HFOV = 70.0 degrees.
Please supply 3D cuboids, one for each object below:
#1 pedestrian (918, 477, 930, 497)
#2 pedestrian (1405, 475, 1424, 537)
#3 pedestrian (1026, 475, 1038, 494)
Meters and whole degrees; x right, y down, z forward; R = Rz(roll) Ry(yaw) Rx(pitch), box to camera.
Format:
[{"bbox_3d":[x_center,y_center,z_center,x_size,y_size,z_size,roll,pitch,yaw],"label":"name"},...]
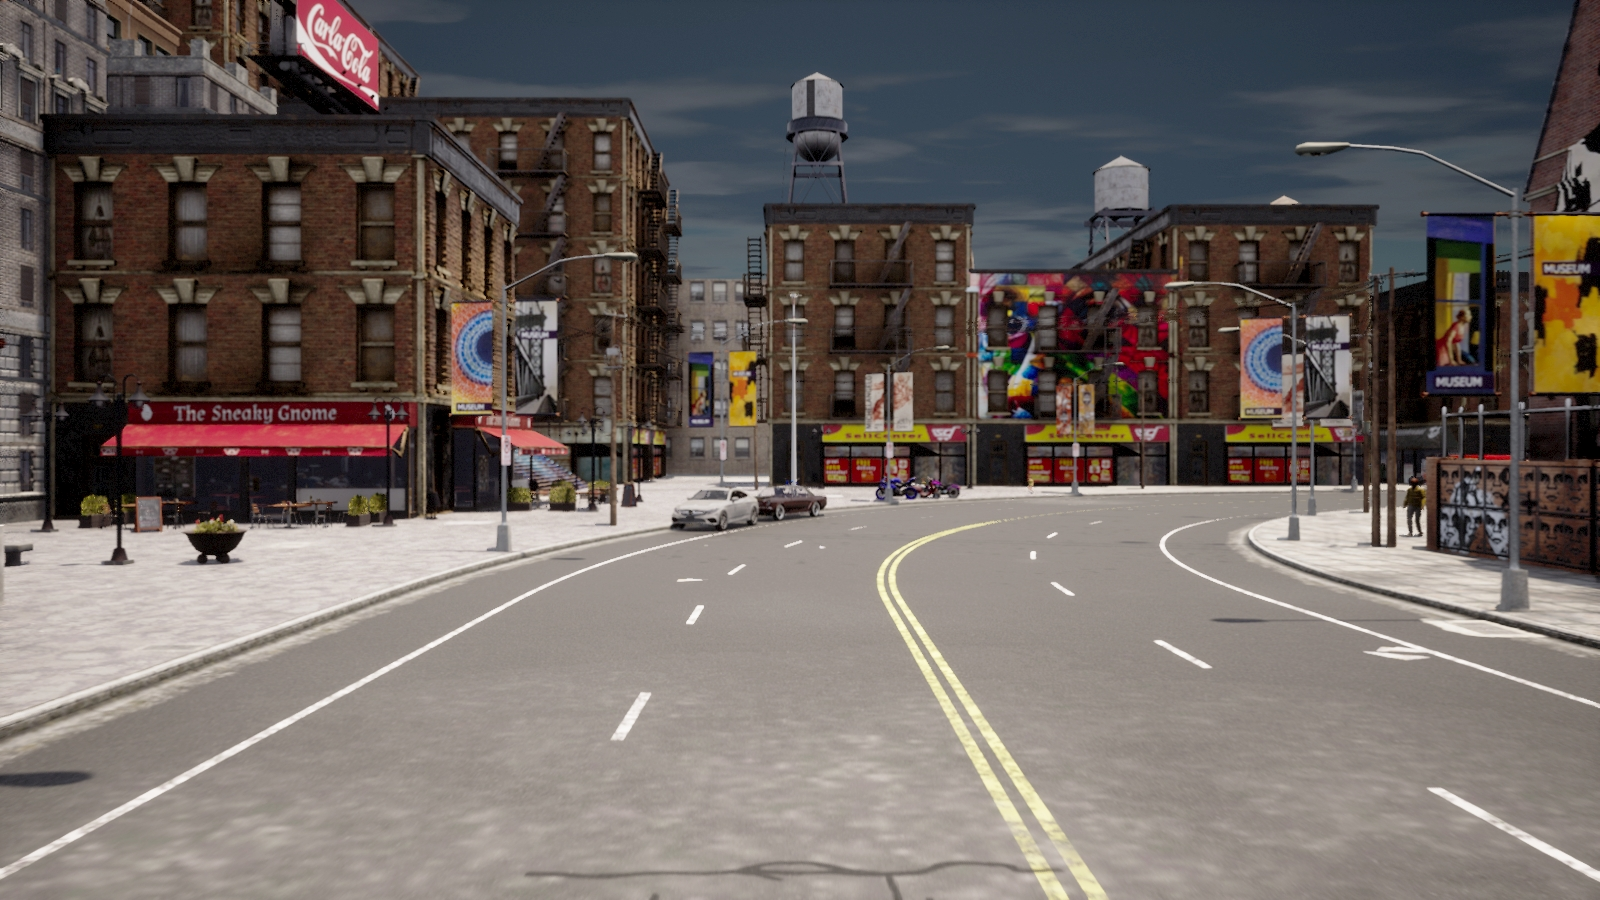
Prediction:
[{"bbox_3d":[6.921,2.039,63.724,0.500,1.100,0.500,0,0,-33],"label":"pedestrian"},{"bbox_3d":[18.467,1.676,34.327,0.375,1.860,0.375,0,0,-36],"label":"pedestrian"},{"bbox_3d":[13.820,2.037,68.161,0.500,1.100,0.500,0,0,-33],"label":"pedestrian"}]
